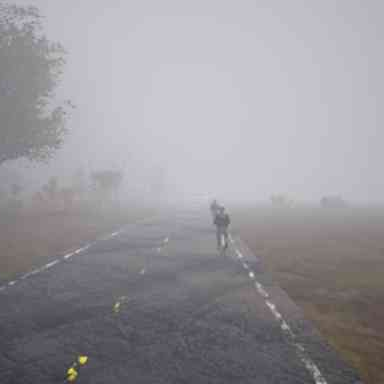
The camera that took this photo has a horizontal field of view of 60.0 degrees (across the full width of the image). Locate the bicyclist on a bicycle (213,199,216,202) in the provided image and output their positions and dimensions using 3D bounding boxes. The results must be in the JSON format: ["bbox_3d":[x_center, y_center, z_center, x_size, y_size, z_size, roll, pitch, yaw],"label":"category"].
[{"bbox_3d":[1.403,1.343,20.729,0.659,1.776,1.843,0,0,3],"label":"bicyclist on a bicycle"}]

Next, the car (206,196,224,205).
[{"bbox_3d":[3.903,1.501,55.692,1.994,1.385,4.181,0,0,8],"label":"car"}]

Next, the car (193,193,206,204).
[{"bbox_3d":[1.505,1.149,61.434,2.150,2.045,5.566,0,0,9],"label":"car"}]

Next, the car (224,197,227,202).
[{"bbox_3d":[6.471,1.475,73.235,1.994,1.385,4.181,0,0,10],"label":"car"}]

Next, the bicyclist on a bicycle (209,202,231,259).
[{"bbox_3d":[1.035,1.355,11.527,0.659,1.776,1.843,0,0,2],"label":"bicyclist on a bicycle"}]
